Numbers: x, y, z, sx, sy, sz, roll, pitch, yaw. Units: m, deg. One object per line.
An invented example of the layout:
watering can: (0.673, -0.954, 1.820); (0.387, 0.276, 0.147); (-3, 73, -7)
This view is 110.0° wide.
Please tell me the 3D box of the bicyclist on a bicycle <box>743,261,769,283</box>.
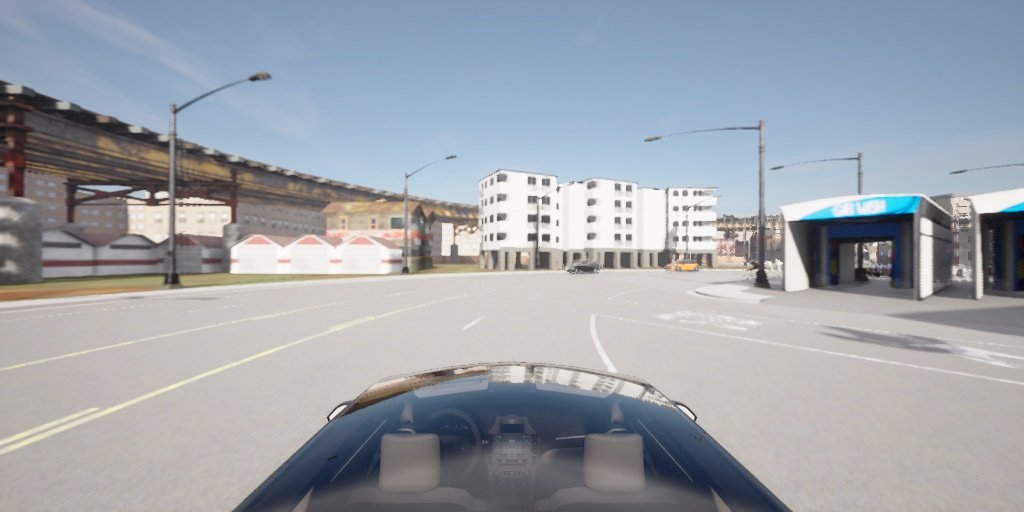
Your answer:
bicyclist on a bicycle: (17.287, 1.183, 25.474); (0.582, 1.620, 1.656); (0, -1, -35)

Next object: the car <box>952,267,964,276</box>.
car: (48.597, 1.550, 40.972); (4.674, 1.442, 1.812); (0, 0, -1)

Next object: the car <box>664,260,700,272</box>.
car: (23.473, 1.334, 49.642); (4.553, 1.767, 2.097); (0, 0, -14)

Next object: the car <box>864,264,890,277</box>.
car: (40.155, 1.539, 37.376); (5.357, 1.411, 2.033); (0, 0, 0)

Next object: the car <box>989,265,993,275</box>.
car: (51.692, 1.564, 37.485); (5.357, 1.411, 2.033); (0, 0, 3)

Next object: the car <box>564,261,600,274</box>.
car: (8.469, 1.407, 43.276); (4.902, 1.511, 2.128); (0, 0, -31)
